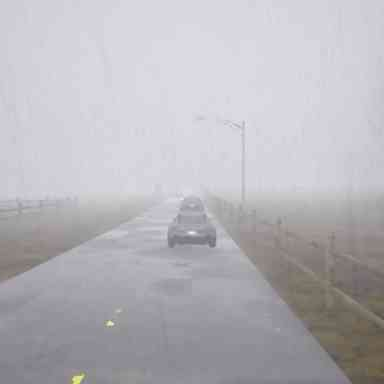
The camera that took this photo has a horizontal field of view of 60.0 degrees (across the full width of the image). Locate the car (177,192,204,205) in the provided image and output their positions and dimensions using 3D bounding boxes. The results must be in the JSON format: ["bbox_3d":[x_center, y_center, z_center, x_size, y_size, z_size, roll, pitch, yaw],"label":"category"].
[{"bbox_3d":[0.000,1.133,29.607,2.097,1.767,4.553,0,1,0],"label":"car"}]

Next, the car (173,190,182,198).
[{"bbox_3d":[-2.750,0.284,65.615,1.882,1.535,5.008,0,2,0],"label":"car"}]

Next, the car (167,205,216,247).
[{"bbox_3d":[0.000,1.510,14.647,1.994,1.385,4.181,0,0,0],"label":"car"}]
